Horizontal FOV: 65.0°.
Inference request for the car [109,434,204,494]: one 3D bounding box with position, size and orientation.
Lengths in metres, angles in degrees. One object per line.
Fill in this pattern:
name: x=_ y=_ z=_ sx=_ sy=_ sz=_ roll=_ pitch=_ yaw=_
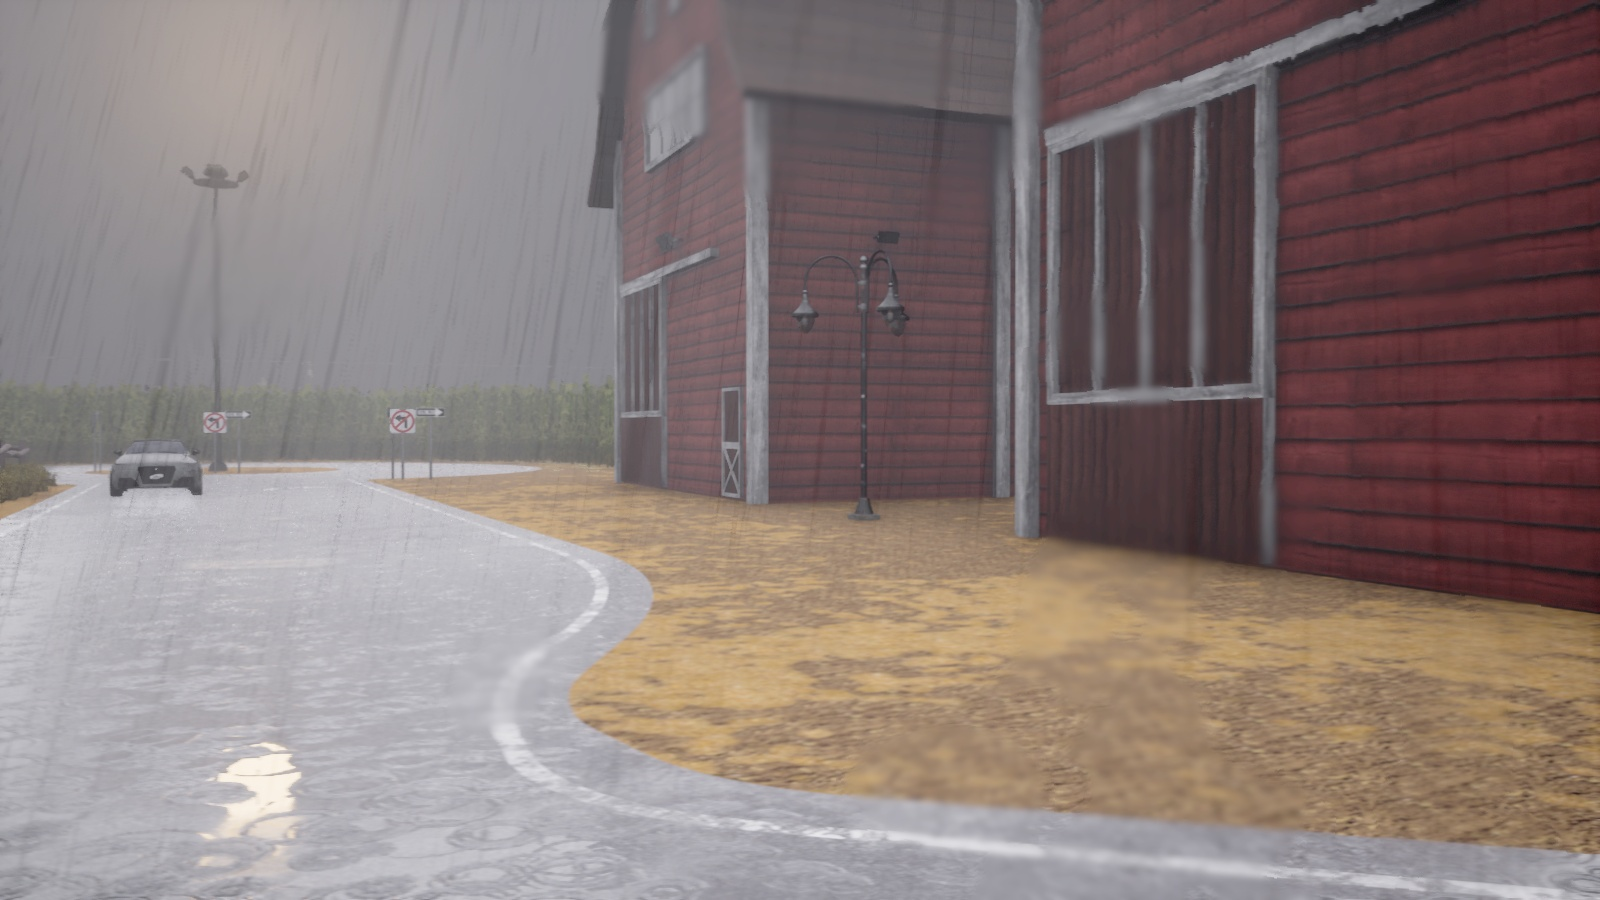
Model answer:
car: x=-16.115 y=0.297 z=31.576 sx=1.994 sy=1.385 sz=4.181 roll=0 pitch=1 yaw=-26
